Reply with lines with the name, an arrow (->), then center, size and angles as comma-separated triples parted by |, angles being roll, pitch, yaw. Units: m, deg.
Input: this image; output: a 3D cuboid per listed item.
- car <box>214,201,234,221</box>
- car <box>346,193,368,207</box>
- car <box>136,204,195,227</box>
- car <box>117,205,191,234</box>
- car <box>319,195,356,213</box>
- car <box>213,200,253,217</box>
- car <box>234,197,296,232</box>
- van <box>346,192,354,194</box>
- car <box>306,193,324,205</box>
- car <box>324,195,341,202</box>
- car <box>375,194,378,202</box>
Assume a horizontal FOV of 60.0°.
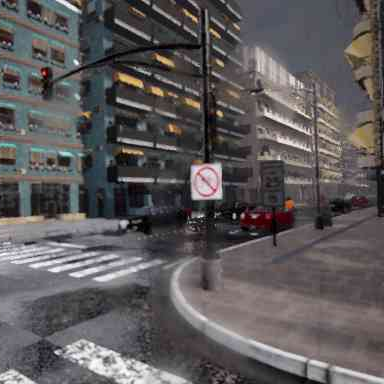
car -> 3.374, 1.498, 27.443 | 1.837, 1.490, 4.892 | -2, -1, 36
car -> 20.931, 1.181, 41.740 | 1.887, 1.381, 4.507 | -2, -1, 36
car -> -1.850, 1.665, 24.805 | 1.887, 1.381, 4.507 | -2, -1, 36
car -> -2.230, 1.560, 19.742 | 2.128, 1.511, 4.902 | -2, -1, 36
car -> 14.270, 1.291, 32.577 | 1.947, 1.339, 4.313 | -2, -1, 36
car -> 4.164, 1.588, 32.922 | 2.008, 1.369, 4.403 | -2, -1, 36
car -> 4.366, 1.295, 18.771 | 1.967, 1.590, 4.097 | -2, -1, 36
van -> 37.471, 0.955, 78.739 | 1.690, 1.788, 3.998 | -2, -1, 36
car -> 20.814, 1.133, 55.832 | 2.192, 1.841, 5.009 | -2, -1, 36
car -> 27.483, 1.286, 64.993 | 2.008, 1.369, 4.403 | -2, -1, 36
car -> 34.256, 1.018, 60.066 | 2.008, 1.369, 4.403 | -2, -1, 36
